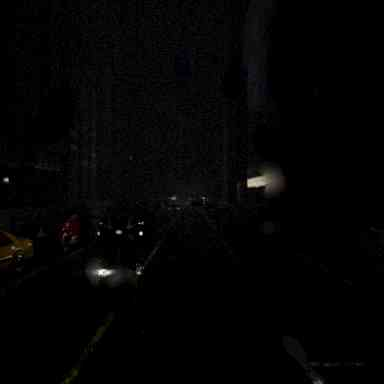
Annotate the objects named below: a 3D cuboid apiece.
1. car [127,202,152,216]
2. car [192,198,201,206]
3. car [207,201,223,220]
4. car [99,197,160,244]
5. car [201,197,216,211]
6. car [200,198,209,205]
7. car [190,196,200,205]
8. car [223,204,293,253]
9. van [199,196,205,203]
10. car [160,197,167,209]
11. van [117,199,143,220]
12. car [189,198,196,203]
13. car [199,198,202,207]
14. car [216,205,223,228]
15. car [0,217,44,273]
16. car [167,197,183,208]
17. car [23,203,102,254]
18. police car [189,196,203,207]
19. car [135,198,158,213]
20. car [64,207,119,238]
[{"bbox_3d":[-5.743,1.850,36.755,2.008,1.369,4.403,0,0,0],"label":"car"},{"bbox_3d":[0.943,2.128,71.703,1.812,1.442,4.674,0,0,0],"label":"car"},{"bbox_3d":[2.778,1.802,31.116,2.008,1.369,4.403,0,0,0],"label":"car"},{"bbox_3d":[-3.091,1.355,16.800,2.150,2.045,5.566,0,0,0],"label":"car"},{"bbox_3d":[2.788,1.836,48.037,1.967,1.590,4.097,0,0,0],"label":"car"},{"bbox_3d":[2.805,2.186,76.239,1.887,1.381,4.507,0,0,0],"label":"car"},{"bbox_3d":[0.748,1.875,77.714,2.150,2.045,5.566,0,-1,-1],"label":"car"},{"bbox_3d":[2.768,1.428,14.197,2.192,1.841,5.009,0,0,0],"label":"car"},{"bbox_3d":[2.815,2.128,93.162,1.690,1.788,3.998,0,0,0],"label":"van"},{"bbox_3d":[-5.734,1.760,53.679,2.192,1.841,5.009,0,0,0],"label":"car"},{"bbox_3d":[-5.747,1.593,31.117,1.690,1.788,3.998,0,0,0],"label":"van"},{"bbox_3d":[0.057,2.386,94.849,1.895,1.301,4.718,0,0,0],"label":"car"},{"bbox_3d":[2.795,2.060,59.317,1.947,1.339,4.313,0,0,0],"label":"car"},{"bbox_3d":[2.772,1.709,19.836,2.008,1.369,4.403,0,0,0],"label":"car"},{"bbox_3d":[-5.760,1.592,8.383,1.752,1.417,4.829,0,0,0],"label":"car"},{"bbox_3d":[-3.021,2.008,57.960,1.812,1.442,4.674,0,0,1],"label":"car"},{"bbox_3d":[-5.757,1.428,14.195,2.192,1.841,5.009,0,0,0],"label":"car"},{"bbox_3d":[0.880,1.941,61.805,1.930,1.638,5.238,0,0,-1],"label":"police car"},{"bbox_3d":[-5.741,1.663,42.398,2.192,1.841,5.009,0,0,0],"label":"car"},{"bbox_3d":[-5.753,1.682,19.664,1.752,1.417,4.829,0,0,0],"label":"car"}]
